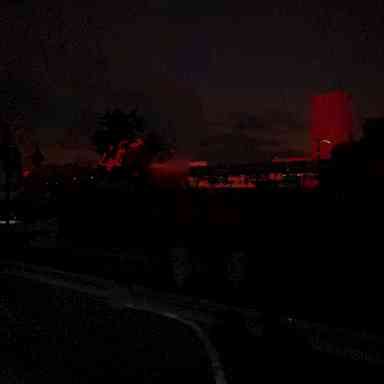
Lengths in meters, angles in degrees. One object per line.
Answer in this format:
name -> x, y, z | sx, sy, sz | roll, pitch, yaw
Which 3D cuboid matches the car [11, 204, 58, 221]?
car -> -14.382, 1.916, 32.037 | 2.033, 1.411, 5.357 | 0, 0, 34
